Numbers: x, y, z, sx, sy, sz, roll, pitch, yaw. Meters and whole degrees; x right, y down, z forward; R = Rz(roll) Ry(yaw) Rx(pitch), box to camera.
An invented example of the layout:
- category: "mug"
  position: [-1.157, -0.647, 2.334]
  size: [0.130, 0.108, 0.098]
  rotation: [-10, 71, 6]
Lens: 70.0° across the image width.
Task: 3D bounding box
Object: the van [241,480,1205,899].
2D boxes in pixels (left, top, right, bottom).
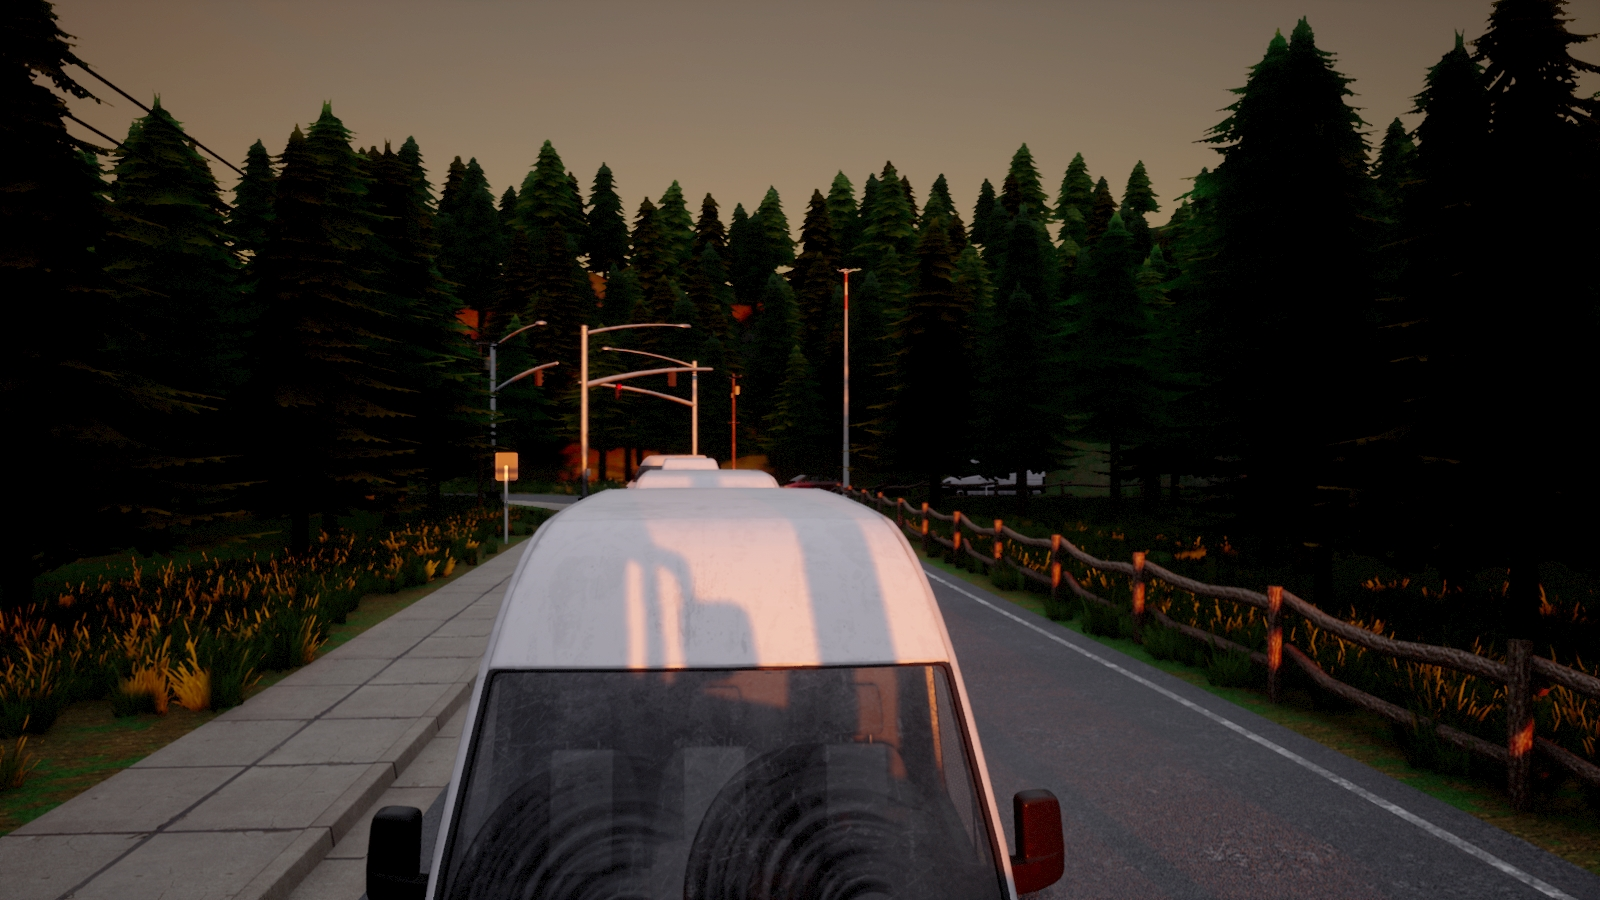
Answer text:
- category: "van"
  position: [-0.372, 1.497, 5.309]
  size: [1.988, 2.561, 5.915]
  rotation: [0, 0, -5]

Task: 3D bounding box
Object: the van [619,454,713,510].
- category: "van"
  position: [-6.486, 1.495, 56.096]
  size: [1.988, 2.561, 5.915]
  rotation: [0, 0, 22]

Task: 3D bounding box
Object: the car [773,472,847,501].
- category: "car"
  position: [0.563, 2.003, 63.138]
  size: [3.705, 1.549, 1.789]
  rotation: [0, 0, -21]
